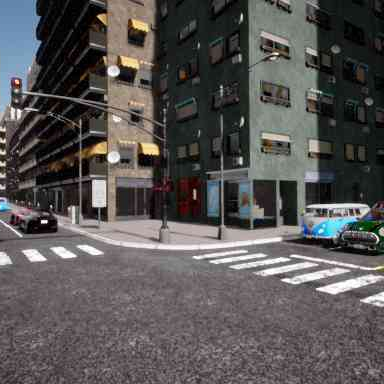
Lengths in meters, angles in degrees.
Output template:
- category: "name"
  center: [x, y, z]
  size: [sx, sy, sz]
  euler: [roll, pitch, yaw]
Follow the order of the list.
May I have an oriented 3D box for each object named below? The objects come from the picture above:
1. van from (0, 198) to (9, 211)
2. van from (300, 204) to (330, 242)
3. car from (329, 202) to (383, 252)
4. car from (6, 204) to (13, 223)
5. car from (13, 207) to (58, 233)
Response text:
- category: "van"
  center: [-25.208, 1.641, 43.779]
  size: [1.690, 1.788, 3.998]
  euler: [1, -1, -34]
- category: "van"
  center: [6.955, 1.466, 15.997]
  size: [3.998, 1.788, 1.690]
  euler: [0, -1, -34]
- category: "car"
  center: [8.046, 1.429, 13.620]
  size: [4.553, 1.767, 2.097]
  euler: [0, -1, -34]
- category: "car"
  center: [-12.718, 1.783, 25.321]
  size: [1.802, 1.307, 4.206]
  euler: [1, -1, -34]
- category: "car"
  center: [-9.595, 1.743, 20.708]
  size: [1.947, 1.339, 4.313]
  euler: [1, -1, -34]
